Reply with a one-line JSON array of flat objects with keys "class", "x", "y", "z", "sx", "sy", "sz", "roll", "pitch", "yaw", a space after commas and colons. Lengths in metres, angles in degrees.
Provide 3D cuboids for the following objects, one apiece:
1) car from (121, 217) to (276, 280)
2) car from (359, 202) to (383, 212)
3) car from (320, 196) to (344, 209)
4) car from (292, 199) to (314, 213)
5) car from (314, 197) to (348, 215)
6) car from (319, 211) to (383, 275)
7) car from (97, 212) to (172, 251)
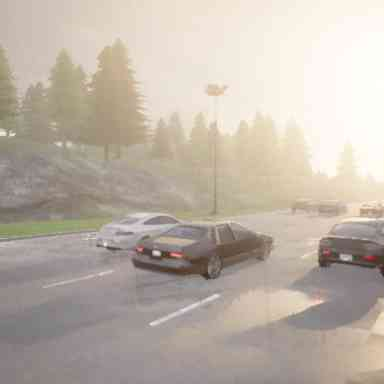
[{"class": "car", "x": 0.673, "y": 1.542, "z": 10.068, "sx": 2.033, "sy": 1.411, "sz": 5.357, "roll": 0, "pitch": 0, "yaw": 37}, {"class": "car", "x": 17.760, "y": 1.671, "z": 32.413, "sx": 1.895, "sy": 1.301, "sz": 4.718, "roll": 0, "pitch": 0, "yaw": 37}, {"class": "car", "x": 19.610, "y": 1.421, "z": 46.505, "sx": 2.097, "sy": 1.767, "sz": 4.553, "roll": 0, "pitch": 0, "yaw": 38}, {"class": "car", "x": 12.865, "y": 1.545, "z": 37.696, "sx": 1.837, "sy": 1.490, "sz": 4.892, "roll": 0, "pitch": 0, "yaw": 37}, {"class": "car", "x": 14.315, "y": 1.528, "z": 33.666, "sx": 1.882, "sy": 1.535, "sz": 5.008, "roll": 0, "pitch": 0, "yaw": 37}, {"class": "car", "x": 5.425, "y": 1.545, "z": 10.519, "sx": 1.812, "sy": 1.442, "sz": 4.674, "roll": 0, "pitch": 0, "yaw": 37}, {"class": "car", "x": -1.494, "y": 1.506, "z": 12.996, "sx": 1.812, "sy": 1.442, "sz": 4.674, "roll": 0, "pitch": 0, "yaw": 37}]
